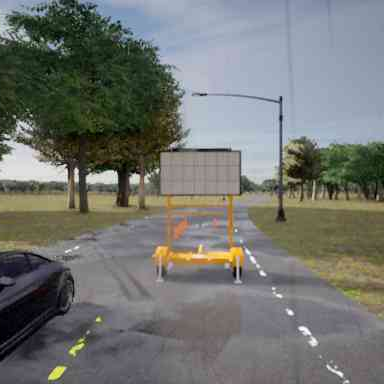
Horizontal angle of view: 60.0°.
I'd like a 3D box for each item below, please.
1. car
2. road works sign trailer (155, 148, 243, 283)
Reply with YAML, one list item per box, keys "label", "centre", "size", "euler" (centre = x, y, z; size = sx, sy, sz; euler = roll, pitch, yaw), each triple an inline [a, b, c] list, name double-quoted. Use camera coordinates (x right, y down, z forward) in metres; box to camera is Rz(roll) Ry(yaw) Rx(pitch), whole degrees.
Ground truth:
- label: "car"
  centre: [-3.322, 1.588, 4.852]
  size: [1.994, 1.385, 4.181]
  euler: [0, 0, 2]
- label: "road works sign trailer"
  centre: [0.241, 0.517, 9.864]
  size: [2.380, 3.560, 2.880]
  euler: [0, 0, 3]
